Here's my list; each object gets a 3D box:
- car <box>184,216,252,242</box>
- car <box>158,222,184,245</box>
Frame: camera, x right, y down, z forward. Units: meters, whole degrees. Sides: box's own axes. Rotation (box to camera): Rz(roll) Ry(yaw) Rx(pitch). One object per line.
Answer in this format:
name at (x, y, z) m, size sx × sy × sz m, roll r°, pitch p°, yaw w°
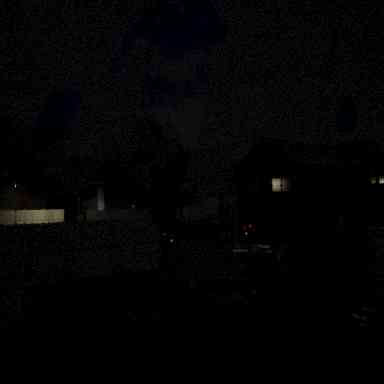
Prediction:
car at (0.889, 2.018, 18.863) m, size 4.718 × 1.301 × 1.895 m, roll -2°, pitch 0°, yaw 23°
car at (-3.078, 2.138, 17.117) m, size 4.718 × 1.301 × 1.895 m, roll -2°, pitch 0°, yaw 20°
